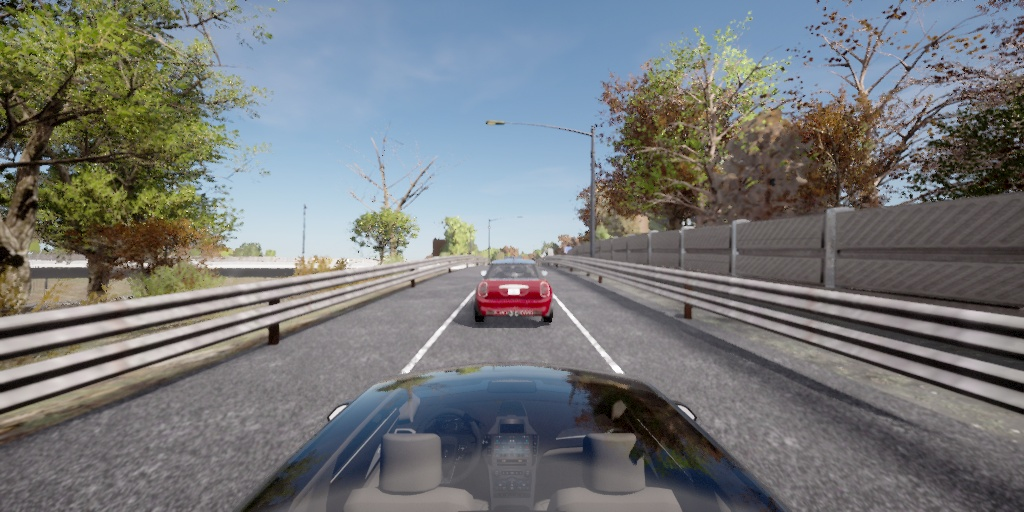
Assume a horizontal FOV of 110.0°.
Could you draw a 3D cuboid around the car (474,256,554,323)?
[{"bbox_3d":[0.062,0.868,11.192,2.097,1.767,4.553,0,1,0],"label":"car"}]
